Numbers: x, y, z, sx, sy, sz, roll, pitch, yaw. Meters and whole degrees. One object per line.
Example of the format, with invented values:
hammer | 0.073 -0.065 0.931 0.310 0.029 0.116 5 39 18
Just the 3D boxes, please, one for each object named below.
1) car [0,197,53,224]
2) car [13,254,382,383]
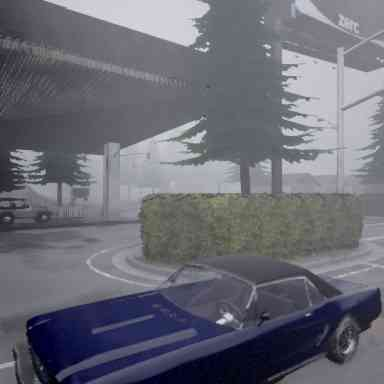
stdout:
car | -12.003 1.313 23.463 3.866 1.878 1.905 0 0 -36
car | 0.403 1.601 4.286 4.718 1.301 1.895 0 0 -36
